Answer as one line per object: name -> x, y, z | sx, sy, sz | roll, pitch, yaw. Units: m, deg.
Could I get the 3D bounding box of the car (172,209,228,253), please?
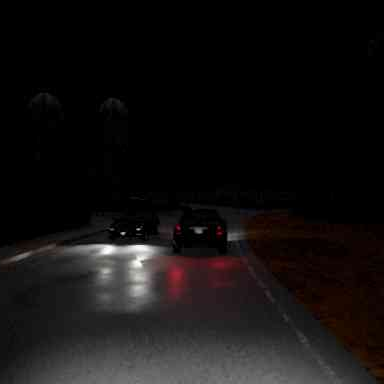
car -> 0.482, 1.508, 14.595 | 2.097, 1.767, 4.553 | 0, -1, 6

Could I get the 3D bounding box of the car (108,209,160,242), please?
car -> -2.953, 1.710, 17.830 | 1.837, 1.490, 4.892 | 0, -1, 6
